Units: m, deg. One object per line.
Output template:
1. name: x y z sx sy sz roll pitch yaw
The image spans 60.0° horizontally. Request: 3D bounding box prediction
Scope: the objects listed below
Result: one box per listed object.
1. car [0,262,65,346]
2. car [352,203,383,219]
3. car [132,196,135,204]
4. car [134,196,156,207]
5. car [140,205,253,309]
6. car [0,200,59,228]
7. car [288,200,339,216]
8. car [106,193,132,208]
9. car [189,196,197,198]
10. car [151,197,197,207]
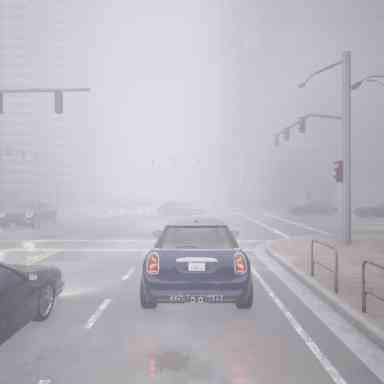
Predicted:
1. car: -3.413 1.547 4.185 2.033 1.411 5.357 0 0 -1
2. car: 16.504 1.601 28.677 4.718 1.301 1.895 0 0 1
3. car: -10.456 1.503 61.942 1.837 1.490 4.892 0 0 1
4. car: -7.011 1.564 50.449 1.994 1.385 4.181 0 0 0
5. car: 0.093 1.352 8.044 2.097 1.767 4.553 0 0 0
6. car: -10.565 1.352 21.877 2.097 1.767 4.553 0 0 0
7. car: 11.709 1.526 32.220 4.674 1.442 1.812 0 0 1
8. car: -10.517 1.352 48.187 2.097 1.767 4.553 0 0 0
9. car: 0.139 1.555 71.697 1.994 1.385 4.181 0 0 0
10. car: -0.982 1.505 28.247 4.892 1.490 1.837 0 2 43
